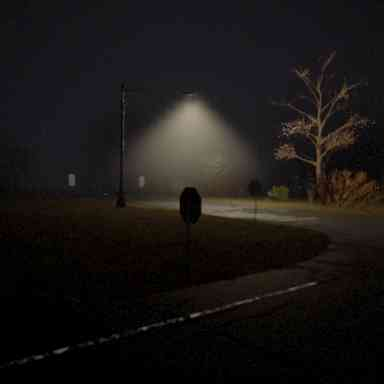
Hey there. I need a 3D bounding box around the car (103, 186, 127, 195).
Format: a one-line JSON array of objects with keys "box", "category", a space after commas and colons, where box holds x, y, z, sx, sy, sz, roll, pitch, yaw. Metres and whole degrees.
[{"box": [-11.902, -0.230, 52.557, 1.994, 1.385, 4.181, 0, 2, -35], "category": "car"}]

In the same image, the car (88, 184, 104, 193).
[{"box": [-17.226, -0.737, 60.031, 2.097, 1.767, 4.553, 0, 2, -35], "category": "car"}]
